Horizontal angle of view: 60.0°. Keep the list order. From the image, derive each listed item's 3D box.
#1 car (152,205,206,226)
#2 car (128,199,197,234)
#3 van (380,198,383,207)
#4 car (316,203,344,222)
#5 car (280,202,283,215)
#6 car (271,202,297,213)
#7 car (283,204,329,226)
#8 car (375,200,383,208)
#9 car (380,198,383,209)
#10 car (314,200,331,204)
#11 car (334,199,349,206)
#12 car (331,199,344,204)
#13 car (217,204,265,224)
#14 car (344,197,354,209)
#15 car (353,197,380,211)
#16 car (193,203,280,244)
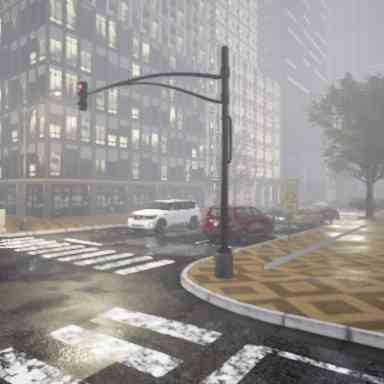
[{"bbox_3d":[-0.965,1.828,27.046,1.752,1.417,4.829,0,-1,36],"label":"car"},{"bbox_3d":[-1.611,1.499,21.803,2.150,2.045,5.566,0,0,37],"label":"car"},{"bbox_3d":[39.414,2.155,67.551,1.690,1.788,3.998,0,-1,36],"label":"van"},{"bbox_3d":[12.584,2.028,31.271,1.802,1.307,4.206,0,-1,36],"label":"car"},{"bbox_3d":[10.703,2.001,38.445,2.033,1.411,5.357,0,0,36],"label":"car"},{"bbox_3d":[12.547,2.061,45.314,1.947,1.339,4.313,0,-1,36],"label":"car"},{"bbox_3d":[9.331,1.925,26.873,1.752,1.417,4.829,0,-1,36],"label":"car"},{"bbox_3d":[36.060,2.313,63.015,1.887,1.381,4.507,0,-1,36],"label":"car"},{"bbox_3d":[32.707,2.039,58.482,2.192,1.841,5.009,0,-1,36],"label":"car"},{"bbox_3d":[22.503,2.157,58.777,1.752,1.417,4.829,0,-1,36],"label":"car"},{"bbox_3d":[32.661,2.319,72.513,2.008,1.369,4.403,0,-1,36],"label":"car"},{"bbox_3d":[29.309,2.305,67.979,1.802,1.307,4.206,0,-1,36],"label":"car"},{"bbox_3d":[4.540,1.914,30.119,2.033,1.411,5.357,0,0,36],"label":"car"},{"bbox_3d":[27.897,1.894,56.321,2.150,2.045,5.566,0,0,36],"label":"car"},{"bbox_3d":[25.999,1.948,49.413,2.192,1.841,5.009,0,-1,36],"label":"car"},{"bbox_3d":[2.523,1.616,17.669,2.192,1.841,5.009,0,-1,36],"label":"car"}]
